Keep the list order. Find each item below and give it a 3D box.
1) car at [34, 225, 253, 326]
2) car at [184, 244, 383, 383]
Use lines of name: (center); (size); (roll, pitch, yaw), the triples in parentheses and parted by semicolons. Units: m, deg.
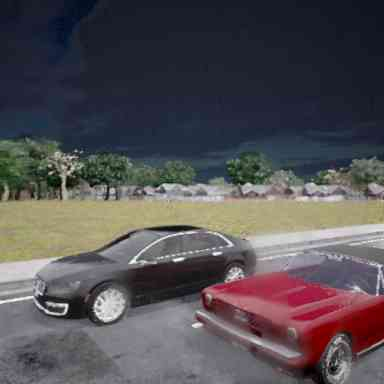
car: (-0.714, 1.515, 7.170); (4.892, 1.490, 1.837); (0, 0, -36)
car: (2.394, 1.615, 5.397); (4.718, 1.301, 1.895); (0, 0, -36)
